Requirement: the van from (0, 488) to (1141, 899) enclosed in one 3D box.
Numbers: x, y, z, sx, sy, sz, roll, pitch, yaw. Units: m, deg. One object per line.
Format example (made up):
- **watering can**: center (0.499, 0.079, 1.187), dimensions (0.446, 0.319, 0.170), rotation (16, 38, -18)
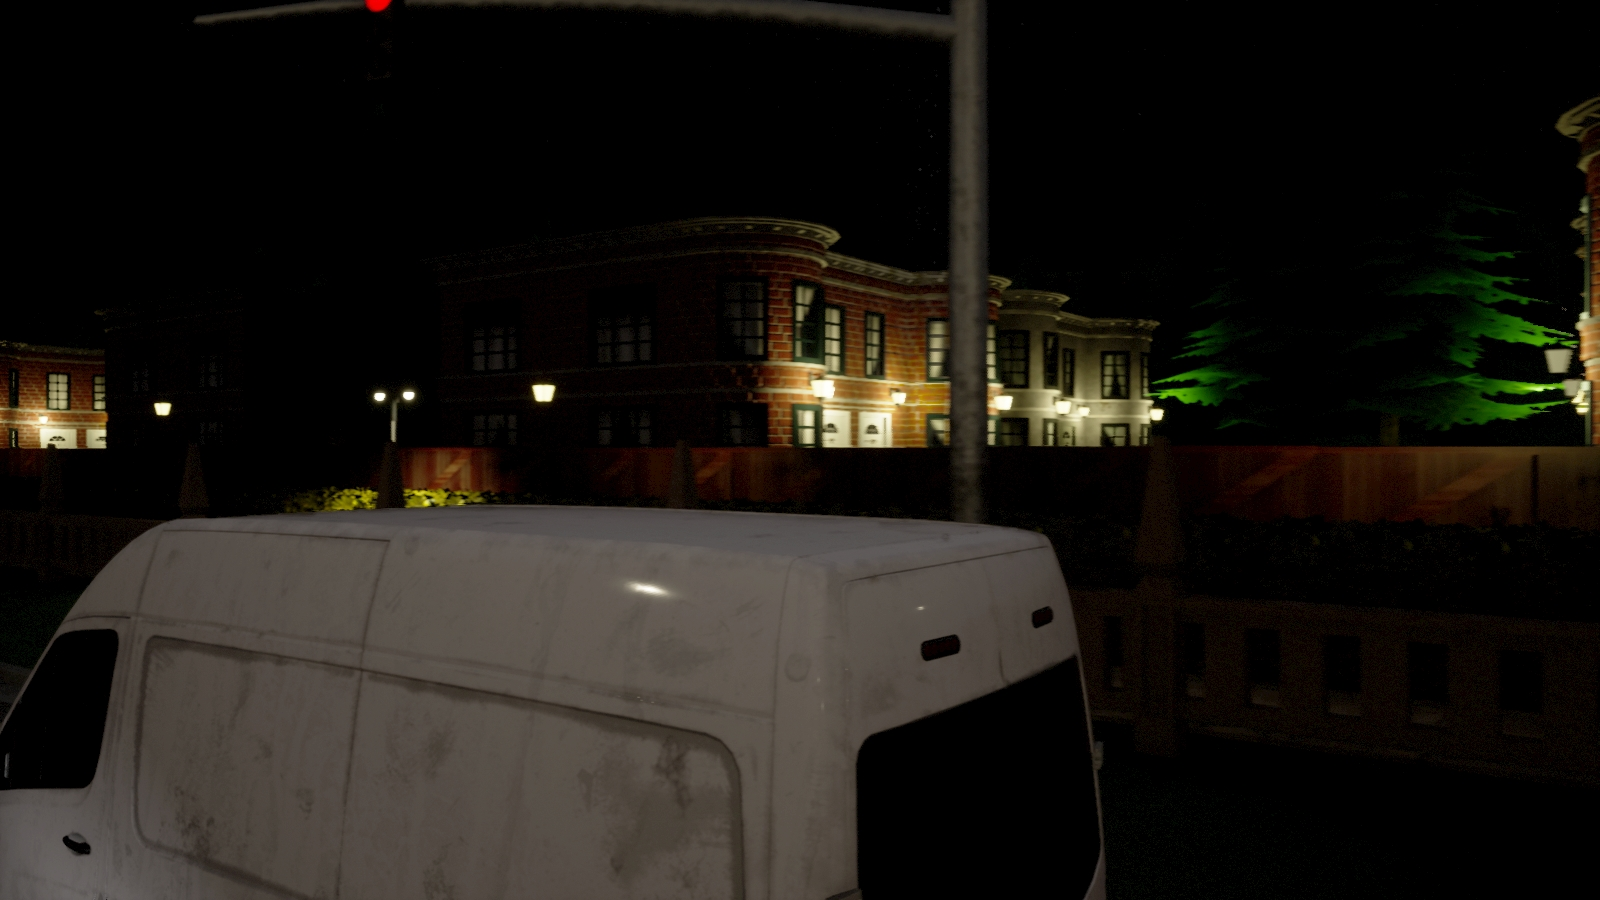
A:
- **van**: center (-1.761, 1.535, 5.011), dimensions (5.915, 2.561, 1.988), rotation (0, 0, 35)
